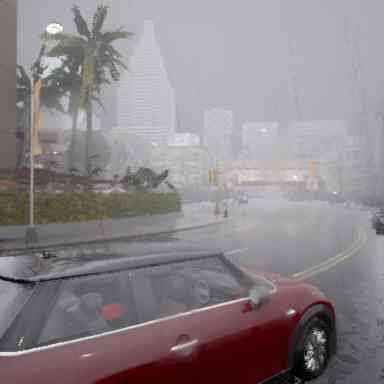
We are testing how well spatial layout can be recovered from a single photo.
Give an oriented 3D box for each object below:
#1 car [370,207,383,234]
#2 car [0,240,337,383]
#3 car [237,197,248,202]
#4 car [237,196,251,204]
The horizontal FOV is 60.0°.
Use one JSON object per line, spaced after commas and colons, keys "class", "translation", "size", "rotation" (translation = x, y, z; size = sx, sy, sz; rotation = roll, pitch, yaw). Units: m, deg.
{"class": "car", "translation": [12.023, 1.682, 20.170], "size": [2.128, 1.511, 4.902], "rotation": [0, 0, 25]}
{"class": "car", "translation": [-0.252, 1.373, 3.936], "size": [4.553, 1.767, 2.097], "rotation": [1, 0, -38]}
{"class": "car", "translation": [14.338, 2.113, 93.952], "size": [2.231, 1.521, 4.892], "rotation": [0, 0, 18]}
{"class": "car", "translation": [11.992, 1.999, 76.912], "size": [2.097, 1.535, 5.008], "rotation": [0, 0, 8]}
